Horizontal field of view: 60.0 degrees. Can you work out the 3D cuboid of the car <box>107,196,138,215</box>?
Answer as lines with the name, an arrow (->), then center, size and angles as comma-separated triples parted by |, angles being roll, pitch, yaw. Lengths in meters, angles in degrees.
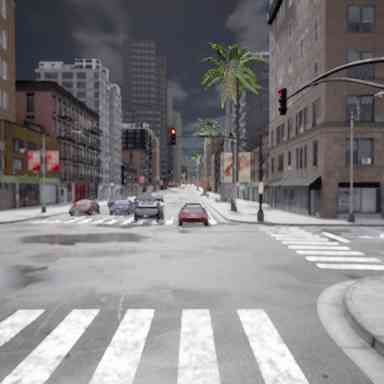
car -> -6.614, 1.421, 31.965 | 1.812, 1.442, 4.674 | 0, 1, 0

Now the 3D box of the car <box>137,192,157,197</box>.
car -> -6.606, 1.066, 46.135 | 2.150, 2.045, 5.566 | 0, 0, 0

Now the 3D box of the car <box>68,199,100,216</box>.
car -> -9.859, 1.424, 30.865 | 1.812, 1.442, 4.674 | 0, 0, 0

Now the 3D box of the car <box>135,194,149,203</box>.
car -> -9.786, 1.234, 65.205 | 1.882, 1.535, 5.008 | 0, 0, 0

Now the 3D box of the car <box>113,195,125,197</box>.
car -> -9.860, 1.202, 44.505 | 2.097, 1.767, 4.553 | 0, 0, 0

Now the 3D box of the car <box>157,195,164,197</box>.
car -> -6.535, 1.234, 65.203 | 1.882, 1.535, 5.008 | 0, 0, 0

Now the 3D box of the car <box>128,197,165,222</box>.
car -> -3.160, 1.408, 25.110 | 2.128, 1.511, 4.902 | 0, 0, 0

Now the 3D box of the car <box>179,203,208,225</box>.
car -> 0.089, 1.485, 23.418 | 1.994, 1.385, 4.181 | 0, 0, 0
